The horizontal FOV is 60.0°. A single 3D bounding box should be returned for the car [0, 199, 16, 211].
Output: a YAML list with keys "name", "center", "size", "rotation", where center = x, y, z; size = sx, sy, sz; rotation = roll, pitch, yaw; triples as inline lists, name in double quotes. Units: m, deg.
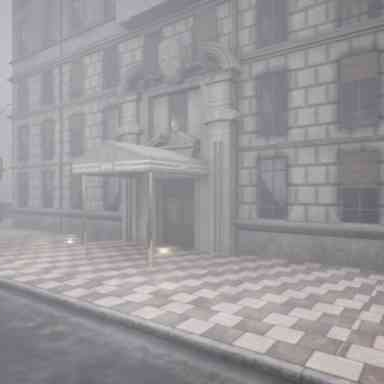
- name: "car"
  center: [-24.057, 1.574, 40.162]
  size: [1.812, 1.442, 4.674]
  rotation: [0, 0, 36]

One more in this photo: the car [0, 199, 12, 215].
- name: "car"
  center: [-19.423, 1.390, 32.520]
  size: [2.097, 1.767, 4.553]
  rotation: [0, 0, 35]
